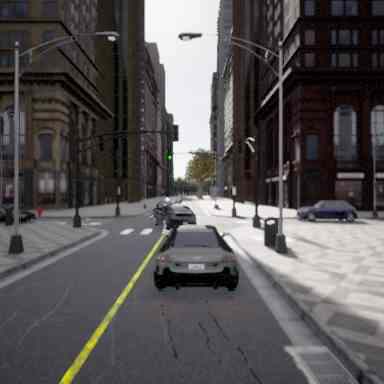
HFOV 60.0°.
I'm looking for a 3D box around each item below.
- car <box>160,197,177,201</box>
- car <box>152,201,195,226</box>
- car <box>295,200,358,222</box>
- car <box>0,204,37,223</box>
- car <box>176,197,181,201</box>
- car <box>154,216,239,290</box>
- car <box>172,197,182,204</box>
[{"bbox_3d":[-3.099,1.646,38.086,2.033,1.411,5.357,0,0,0],"label":"car"},{"bbox_3d":[-1.228,1.563,21.570,1.837,1.490,4.892,1,0,-19],"label":"car"},{"bbox_3d":[10.857,1.459,27.118,4.553,1.767,2.097,0,0,1],"label":"car"},{"bbox_3d":[-14.123,1.561,23.874,5.357,1.411,2.033,0,0,0],"label":"car"},{"bbox_3d":[-3.101,1.619,47.847,2.128,1.511,4.902,0,0,0],"label":"car"},{"bbox_3d":[0.098,1.588,9.191,1.994,1.385,4.181,0,0,0],"label":"car"},{"bbox_3d":[-3.013,1.729,68.494,1.812,1.442,4.674,0,0,0],"label":"car"}]
